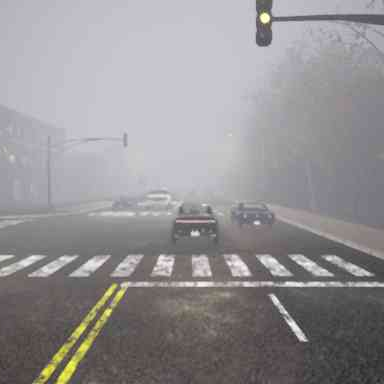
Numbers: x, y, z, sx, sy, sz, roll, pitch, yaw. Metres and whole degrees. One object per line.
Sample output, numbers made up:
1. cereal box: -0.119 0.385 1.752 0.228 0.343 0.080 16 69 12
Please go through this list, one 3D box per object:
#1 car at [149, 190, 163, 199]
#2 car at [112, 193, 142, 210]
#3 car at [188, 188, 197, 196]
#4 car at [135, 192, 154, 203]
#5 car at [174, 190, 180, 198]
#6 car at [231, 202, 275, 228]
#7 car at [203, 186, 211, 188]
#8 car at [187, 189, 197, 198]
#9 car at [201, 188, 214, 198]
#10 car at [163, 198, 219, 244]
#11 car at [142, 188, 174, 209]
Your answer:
1. car: -6.482 0.400 60.448 2.128 1.511 4.902 0 1 1
2. car: -6.560 1.005 33.145 1.895 1.301 4.718 0 1 0
3. car: 0.077 -0.034 74.576 1.882 1.535 5.008 0 1 0
4. car: -6.530 0.729 46.383 1.994 1.385 4.181 0 1 1
5. car: -3.256 0.693 50.470 1.895 1.301 4.718 0 1 0
6. car: 3.370 1.252 19.398 1.895 1.301 4.718 0 1 0
7. car: 3.327 -0.287 74.598 2.150 2.045 5.566 0 1 0
8. car: 0.065 0.323 64.162 1.882 1.535 5.008 0 1 0
9. car: 3.315 0.393 64.161 2.033 1.411 5.357 0 1 0
10. car: 0.116 1.234 14.366 2.128 1.511 4.902 0 1 0
11. car: -3.307 0.616 33.731 2.150 2.045 5.566 0 1 0
